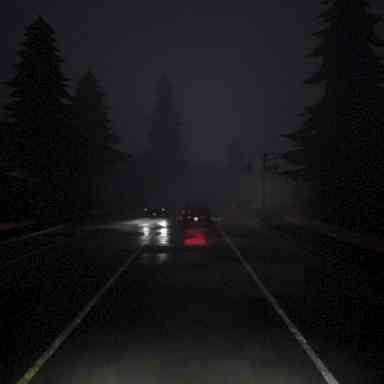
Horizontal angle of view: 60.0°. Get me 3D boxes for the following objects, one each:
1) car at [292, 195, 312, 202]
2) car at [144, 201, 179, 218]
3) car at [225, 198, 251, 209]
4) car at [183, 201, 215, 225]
[{"bbox_3d":[21.075,1.255,62.547,4.718,1.301,1.895,0,0,-31],"label":"car"},{"bbox_3d":[-2.551,1.443,28.434,1.895,1.301,4.718,0,0,11],"label":"car"},{"bbox_3d":[5.826,1.374,41.105,1.895,1.301,4.718,0,0,27],"label":"car"},{"bbox_3d":[0.455,1.378,22.899,1.837,1.490,4.892,0,0,5],"label":"car"}]
